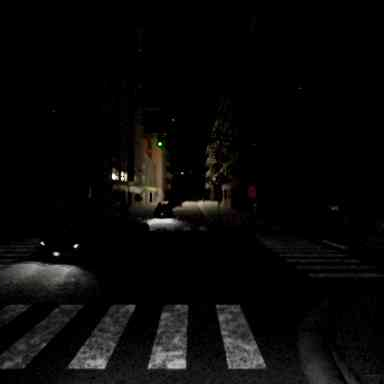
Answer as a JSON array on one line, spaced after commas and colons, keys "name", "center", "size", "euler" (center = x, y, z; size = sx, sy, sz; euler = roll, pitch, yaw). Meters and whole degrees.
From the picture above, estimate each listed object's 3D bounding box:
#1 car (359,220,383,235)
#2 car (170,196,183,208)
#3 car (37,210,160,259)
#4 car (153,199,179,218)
[{"name": "car", "center": [11.627, 1.681, 17.852], "size": [4.829, 1.417, 1.752], "euler": [0, -1, 0]}, {"name": "car", "center": [-2.773, 1.700, 56.669], "size": [2.150, 2.045, 5.566], "euler": [0, 1, 0]}, {"name": "car", "center": [-3.515, 1.664, 13.389], "size": [2.033, 1.411, 5.357], "euler": [0, 0, 21]}, {"name": "car", "center": [-2.764, 1.775, 33.420], "size": [2.128, 1.511, 4.902], "euler": [0, 1, 0]}]
